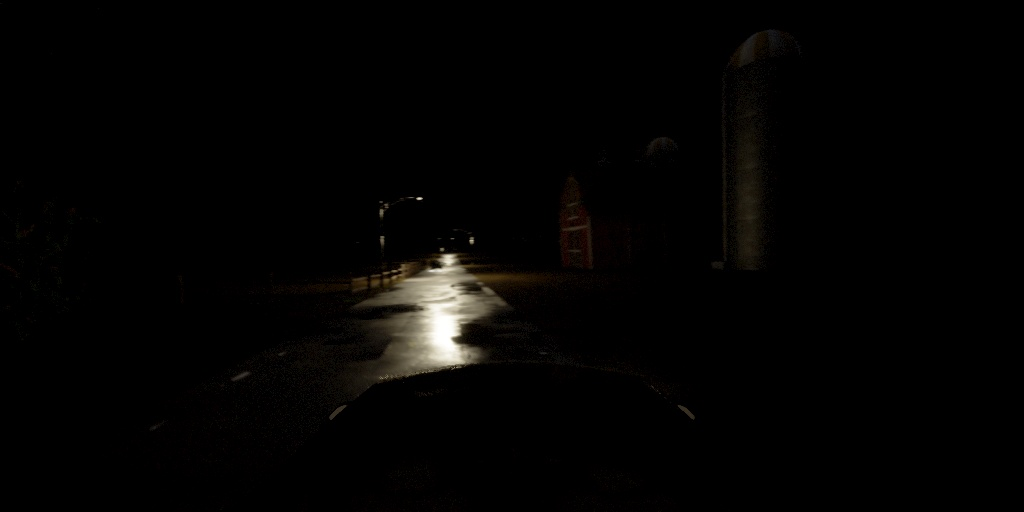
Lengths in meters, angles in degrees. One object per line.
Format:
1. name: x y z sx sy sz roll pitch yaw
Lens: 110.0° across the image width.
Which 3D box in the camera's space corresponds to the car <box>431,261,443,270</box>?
1. car: -12.366 1.565 59.295 2.033 1.411 5.357 -2 0 -10
